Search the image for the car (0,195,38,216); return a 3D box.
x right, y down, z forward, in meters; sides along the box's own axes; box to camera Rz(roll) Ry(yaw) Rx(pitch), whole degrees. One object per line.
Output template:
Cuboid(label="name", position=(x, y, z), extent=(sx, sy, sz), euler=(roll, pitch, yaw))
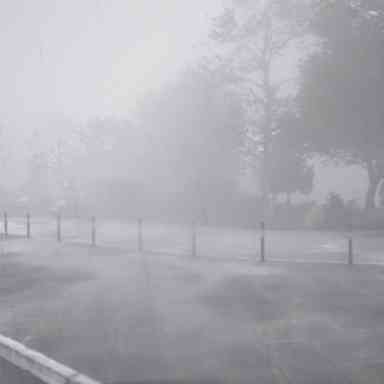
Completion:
Cuboid(label="car", position=(-16.238, 1.313, 34.124), extent=(2.435, 2.045, 5.566), euler=(0, 0, 34))

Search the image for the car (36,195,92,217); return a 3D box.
Cuboid(label="car", position=(-11.493, 1.402, 30.822), extent=(2.185, 1.767, 4.553), euler=(1, 0, 34))
